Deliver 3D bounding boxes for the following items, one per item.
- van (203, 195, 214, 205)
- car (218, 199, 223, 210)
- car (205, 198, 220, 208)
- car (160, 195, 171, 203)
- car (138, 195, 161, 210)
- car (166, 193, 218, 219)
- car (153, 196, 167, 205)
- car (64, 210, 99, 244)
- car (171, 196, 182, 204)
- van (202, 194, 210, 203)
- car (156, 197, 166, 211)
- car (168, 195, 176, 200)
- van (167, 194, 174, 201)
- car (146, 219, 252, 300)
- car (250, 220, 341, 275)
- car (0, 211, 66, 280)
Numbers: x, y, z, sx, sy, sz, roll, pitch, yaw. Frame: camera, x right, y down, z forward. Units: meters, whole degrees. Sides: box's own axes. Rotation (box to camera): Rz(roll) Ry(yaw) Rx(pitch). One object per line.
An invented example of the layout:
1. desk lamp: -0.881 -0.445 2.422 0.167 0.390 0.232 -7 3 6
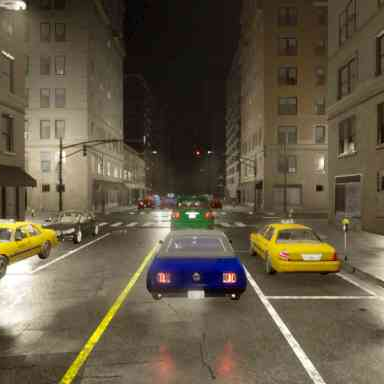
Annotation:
1. van: 2.920 1.363 58.910 1.690 1.788 3.998 0 0 0
2. car: 2.902 1.558 42.405 1.887 1.381 4.507 0 0 0
3. car: 2.908 1.582 47.907 1.947 1.339 4.313 0 0 0
4. car: -5.594 1.468 69.922 1.967 1.590 4.097 0 0 0
5. car: -5.624 1.328 42.415 2.192 1.841 5.009 0 0 0
6. car: 0.020 1.224 18.104 2.150 2.045 5.566 0 0 0
7. car: -5.606 1.462 58.919 1.967 1.590 4.097 0 0 0
8. car: -5.652 1.552 15.641 2.008 1.369 4.403 0 0 0
9. car: -2.970 1.503 65.390 1.882 1.535 5.008 0 0 1
10. van: 2.932 1.369 69.913 1.690 1.788 3.998 0 0 0
11. car: -3.055 1.614 41.602 1.895 1.301 4.718 0 0 0
12. car: -5.570 1.591 91.927 2.008 1.369 4.403 0 0 0
13. van: -5.576 1.378 86.427 1.690 1.788 3.998 0 0 0
14. car: 0.092 1.601 8.338 1.895 1.301 4.718 0 0 0
15. car: 2.867 1.526 10.276 1.752 1.417 4.829 0 0 0
16. car: -5.658 1.526 9.946 1.752 1.417 4.829 0 0 0
